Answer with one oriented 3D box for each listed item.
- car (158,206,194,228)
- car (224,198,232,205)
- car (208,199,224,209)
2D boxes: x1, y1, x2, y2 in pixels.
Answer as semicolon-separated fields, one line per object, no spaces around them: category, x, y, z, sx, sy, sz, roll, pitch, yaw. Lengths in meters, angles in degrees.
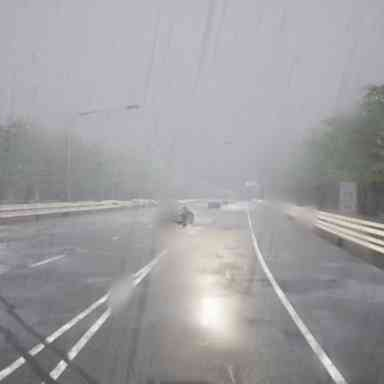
car;-1.057;1.728;24.120;2.033;1.411;5.357;0;0;9
car;8.318;2.616;84.051;1.837;1.490;4.892;0;-1;9
car;3.763;2.027;55.244;1.882;1.535;5.008;0;-1;9
